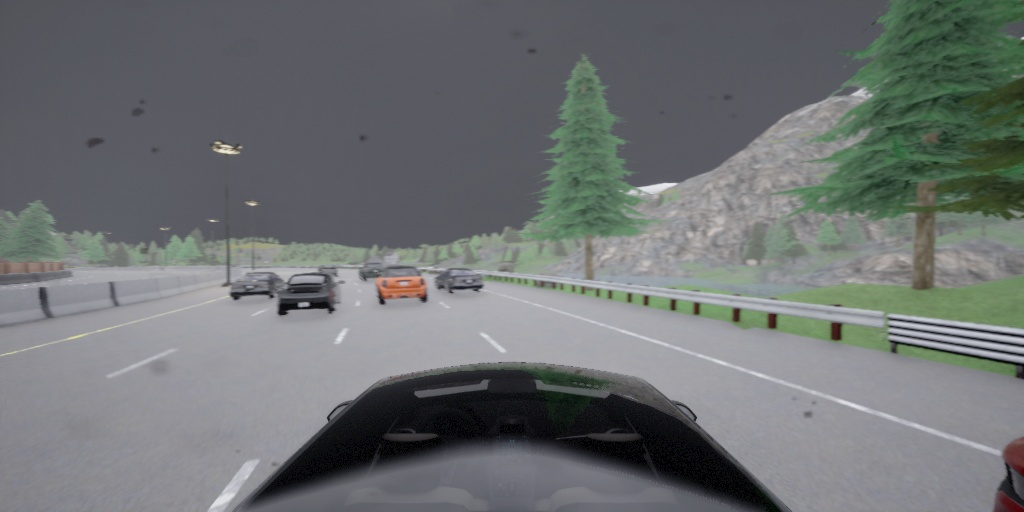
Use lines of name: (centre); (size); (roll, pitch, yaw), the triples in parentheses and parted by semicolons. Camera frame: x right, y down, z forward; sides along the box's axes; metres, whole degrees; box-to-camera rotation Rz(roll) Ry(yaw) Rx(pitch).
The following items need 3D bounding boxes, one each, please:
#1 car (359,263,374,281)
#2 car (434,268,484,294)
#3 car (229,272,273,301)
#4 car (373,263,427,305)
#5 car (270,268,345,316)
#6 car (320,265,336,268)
car: (-13.795, 1.460, 35.406); (2.097, 1.767, 4.553); (-1, 0, -29)
car: (-3.288, 1.423, 21.536); (2.033, 1.411, 5.357); (-1, 0, -23)
car: (-14.077, 1.610, 20.120); (2.033, 1.411, 5.357); (-1, 0, -24)
car: (-5.530, 1.253, 17.667); (2.097, 1.767, 4.553); (-1, 0, -22)
car: (-8.112, 1.444, 14.682); (1.837, 1.490, 4.892); (0, 0, -22)
car: (-21.755, 1.766, 42.321); (2.128, 1.511, 4.902); (-1, 0, -32)
